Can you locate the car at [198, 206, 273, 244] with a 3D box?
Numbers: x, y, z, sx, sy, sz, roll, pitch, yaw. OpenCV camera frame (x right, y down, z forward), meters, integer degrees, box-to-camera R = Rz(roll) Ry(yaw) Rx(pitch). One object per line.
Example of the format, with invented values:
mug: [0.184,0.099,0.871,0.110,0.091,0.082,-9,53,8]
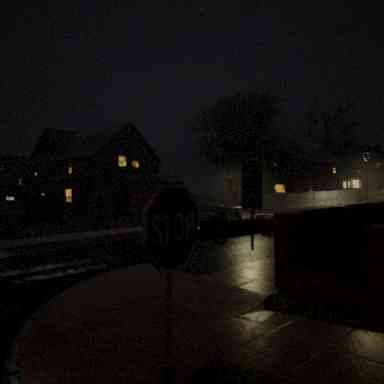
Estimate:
car: [1.595,1.335,14.632,5.357,1.411,2.033,-2,1,-42]
